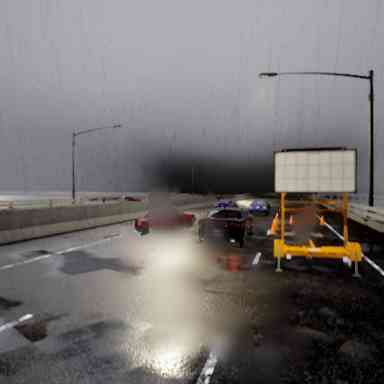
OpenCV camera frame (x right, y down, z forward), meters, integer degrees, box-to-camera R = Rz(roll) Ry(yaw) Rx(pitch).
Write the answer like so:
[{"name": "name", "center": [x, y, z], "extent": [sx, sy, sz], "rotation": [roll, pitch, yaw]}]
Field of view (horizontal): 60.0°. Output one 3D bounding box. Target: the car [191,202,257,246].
[{"name": "car", "center": [1.671, 1.430, 15.331], "extent": [1.882, 1.535, 5.008], "rotation": [0, 0, 16]}]

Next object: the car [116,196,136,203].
[{"name": "car", "center": [-9.906, 1.365, 51.149], "extent": [1.812, 1.442, 4.674], "rotation": [0, 0, 17]}]

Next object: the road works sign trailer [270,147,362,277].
[{"name": "road works sign trailer", "center": [3.785, 0.433, 10.394], "extent": [2.380, 3.560, 2.880], "rotation": [0, 0, 16]}]

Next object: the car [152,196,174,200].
[{"name": "car", "center": [-3.626, 1.451, 47.743], "extent": [1.895, 1.301, 4.718], "rotation": [0, 0, 17]}]

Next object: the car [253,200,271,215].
[{"name": "car", "center": [6.689, 1.447, 32.602], "extent": [2.033, 1.411, 5.357], "rotation": [0, 0, 16]}]

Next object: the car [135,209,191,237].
[{"name": "car", "center": [-1.243, 1.545, 17.870], "extent": [1.895, 1.301, 4.718], "rotation": [0, 0, 16]}]

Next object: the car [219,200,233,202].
[{"name": "car", "center": [3.546, 1.457, 34.310], "extent": [1.994, 1.385, 4.181], "rotation": [0, 0, 16]}]

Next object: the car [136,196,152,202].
[{"name": "car", "center": [-6.321, 1.366, 50.917], "extent": [1.812, 1.442, 4.674], "rotation": [0, 0, 17]}]
